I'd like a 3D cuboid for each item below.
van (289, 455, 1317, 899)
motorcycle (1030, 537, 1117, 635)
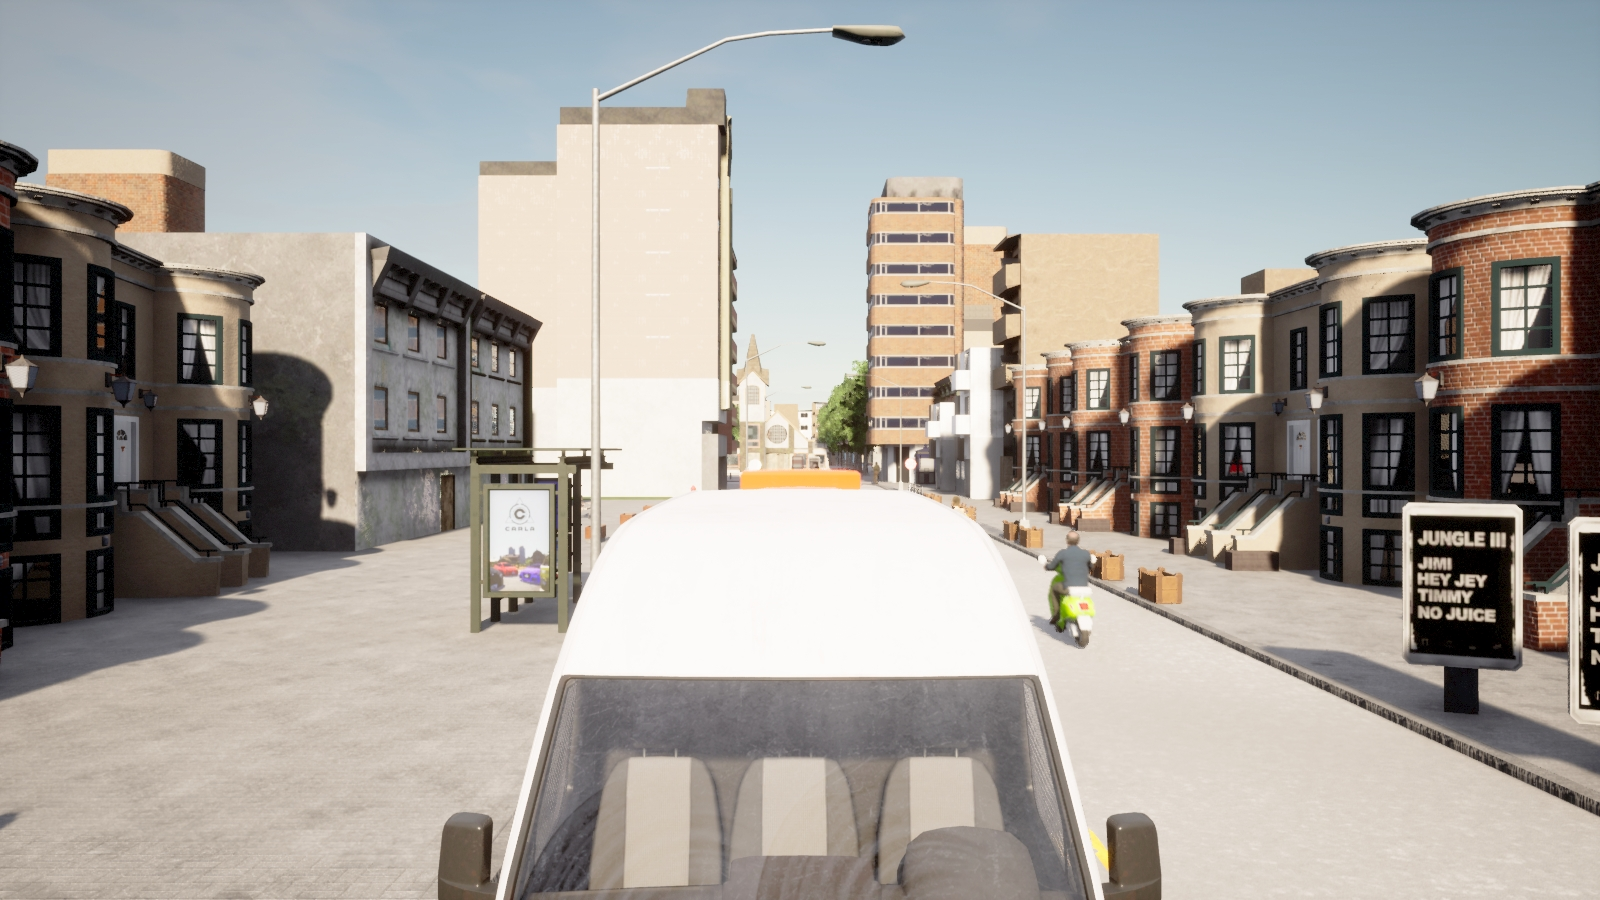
[{"bbox_3d":[0.007,1.317,5.167,1.988,2.561,5.915,0,0,0],"label":"van"},{"bbox_3d":[4.003,1.969,16.877,0.856,1.236,1.805,0,0,0],"label":"motorcycle"}]
